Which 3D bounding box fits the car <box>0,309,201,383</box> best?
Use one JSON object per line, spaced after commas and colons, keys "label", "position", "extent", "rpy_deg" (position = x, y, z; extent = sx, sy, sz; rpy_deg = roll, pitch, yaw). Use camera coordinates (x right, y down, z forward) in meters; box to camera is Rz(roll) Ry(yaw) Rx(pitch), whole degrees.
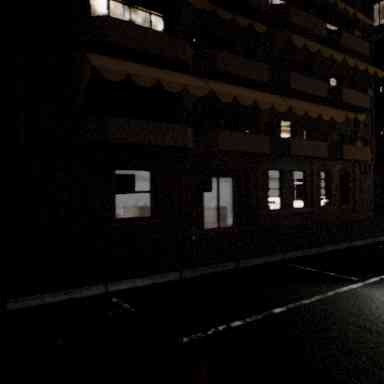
{"label": "car", "position": [-2.374, 1.553, 1.682], "extent": [5.357, 1.411, 2.033], "rpy_deg": [0, 0, -35]}
